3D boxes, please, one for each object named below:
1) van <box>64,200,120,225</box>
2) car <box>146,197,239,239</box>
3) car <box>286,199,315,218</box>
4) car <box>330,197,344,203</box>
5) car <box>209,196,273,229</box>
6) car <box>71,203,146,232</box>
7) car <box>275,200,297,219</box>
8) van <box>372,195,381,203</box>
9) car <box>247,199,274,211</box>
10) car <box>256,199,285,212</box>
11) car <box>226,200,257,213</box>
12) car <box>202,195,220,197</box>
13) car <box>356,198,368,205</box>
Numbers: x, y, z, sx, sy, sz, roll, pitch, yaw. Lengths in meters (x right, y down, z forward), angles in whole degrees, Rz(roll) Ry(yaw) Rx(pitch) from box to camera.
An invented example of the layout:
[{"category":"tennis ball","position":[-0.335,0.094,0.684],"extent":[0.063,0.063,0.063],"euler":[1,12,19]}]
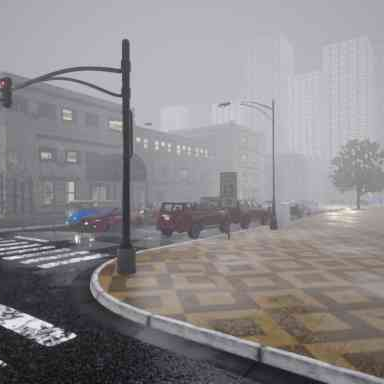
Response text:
[{"category":"van","position":[-6.642,1.414,22.602],"extent":[1.690,1.788,3.998],"euler":[-1,0,35]},{"category":"car","position":[0.195,1.350,17.757],"extent":[2.192,1.841,5.009],"euler":[-1,-1,35]},{"category":"car","position":[9.783,1.657,31.273],"extent":[1.947,1.339,4.313],"euler":[-1,-1,35]},{"category":"car","position":[34.899,1.916,81.179],"extent":[2.008,1.369,4.403],"euler":[-1,-1,35]},{"category":"car","position":[3.390,1.368,22.263],"extent":[2.192,1.841,5.009],"euler":[-1,-1,35]},{"category":"car","position":[-4.889,1.623,20.597],"extent":[1.994,1.385,4.181],"euler":[0,0,35]},{"category":"car","position":[6.587,1.616,26.767],"extent":[1.887,1.381,4.507],"euler":[-1,-1,35]},{"category":"van","position":[44.931,1.694,80.842],"extent":[1.690,1.788,3.998],"euler":[-1,-1,35]},{"category":"car","position":[9.336,1.723,45.130],"extent":[2.008,1.369,4.403],"euler":[-1,-1,35]},{"category":"car","position":[9.805,1.675,41.266],"extent":[1.812,1.442,4.674],"euler":[0,0,35]},{"category":"car","position":[6.140,1.701,40.624],"extent":[2.008,1.369,4.403],"euler":[-1,-1,35]},{"category":"car","position":[1.753,1.321,29.958],"extent":[2.150,2.045,5.566],"euler":[0,-1,35]},{"category":"car","position":[32.151,1.802,62.815],"extent":[2.008,1.369,4.403],"euler":[-1,-1,35]}]
